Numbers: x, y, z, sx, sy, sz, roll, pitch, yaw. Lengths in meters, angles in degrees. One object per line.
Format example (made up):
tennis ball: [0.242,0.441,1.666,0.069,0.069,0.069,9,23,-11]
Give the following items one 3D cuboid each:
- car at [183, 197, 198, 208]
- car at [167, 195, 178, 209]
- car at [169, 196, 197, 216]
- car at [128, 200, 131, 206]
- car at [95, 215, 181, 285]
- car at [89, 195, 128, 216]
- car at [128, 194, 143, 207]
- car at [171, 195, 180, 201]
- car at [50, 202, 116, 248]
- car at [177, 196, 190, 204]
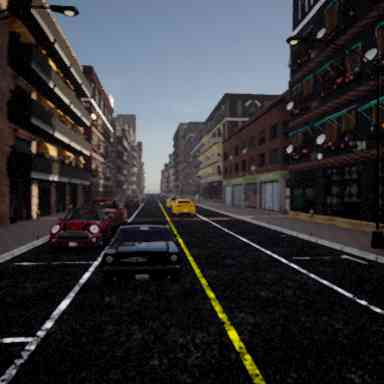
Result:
car: [-0.266,1.459,49.006,1.752,1.417,4.829,0,0,-7]
car: [-2.375,1.411,44.571,1.882,1.535,5.008,0,0,-6]
car: [-0.859,1.434,31.702,1.882,1.535,5.008,0,0,-6]
car: [-5.944,1.530,25.473,1.802,1.307,4.206,0,0,-7]
car: [-1.378,1.584,9.626,1.895,1.301,4.718,0,0,-7]
car: [-5.285,1.272,19.875,2.192,1.841,5.009,0,0,-7]
car: [-8.568,1.223,47.865,2.192,1.841,5.009,0,0,-7]
car: [-4.185,1.422,82.424,2.008,1.369,4.403,0,0,-7]
car: [-4.630,1.407,14.277,1.967,1.590,4.097,0,0,-7]
car: [-1.559,1.458,60.033,1.887,1.381,4.507,0,0,-7]
